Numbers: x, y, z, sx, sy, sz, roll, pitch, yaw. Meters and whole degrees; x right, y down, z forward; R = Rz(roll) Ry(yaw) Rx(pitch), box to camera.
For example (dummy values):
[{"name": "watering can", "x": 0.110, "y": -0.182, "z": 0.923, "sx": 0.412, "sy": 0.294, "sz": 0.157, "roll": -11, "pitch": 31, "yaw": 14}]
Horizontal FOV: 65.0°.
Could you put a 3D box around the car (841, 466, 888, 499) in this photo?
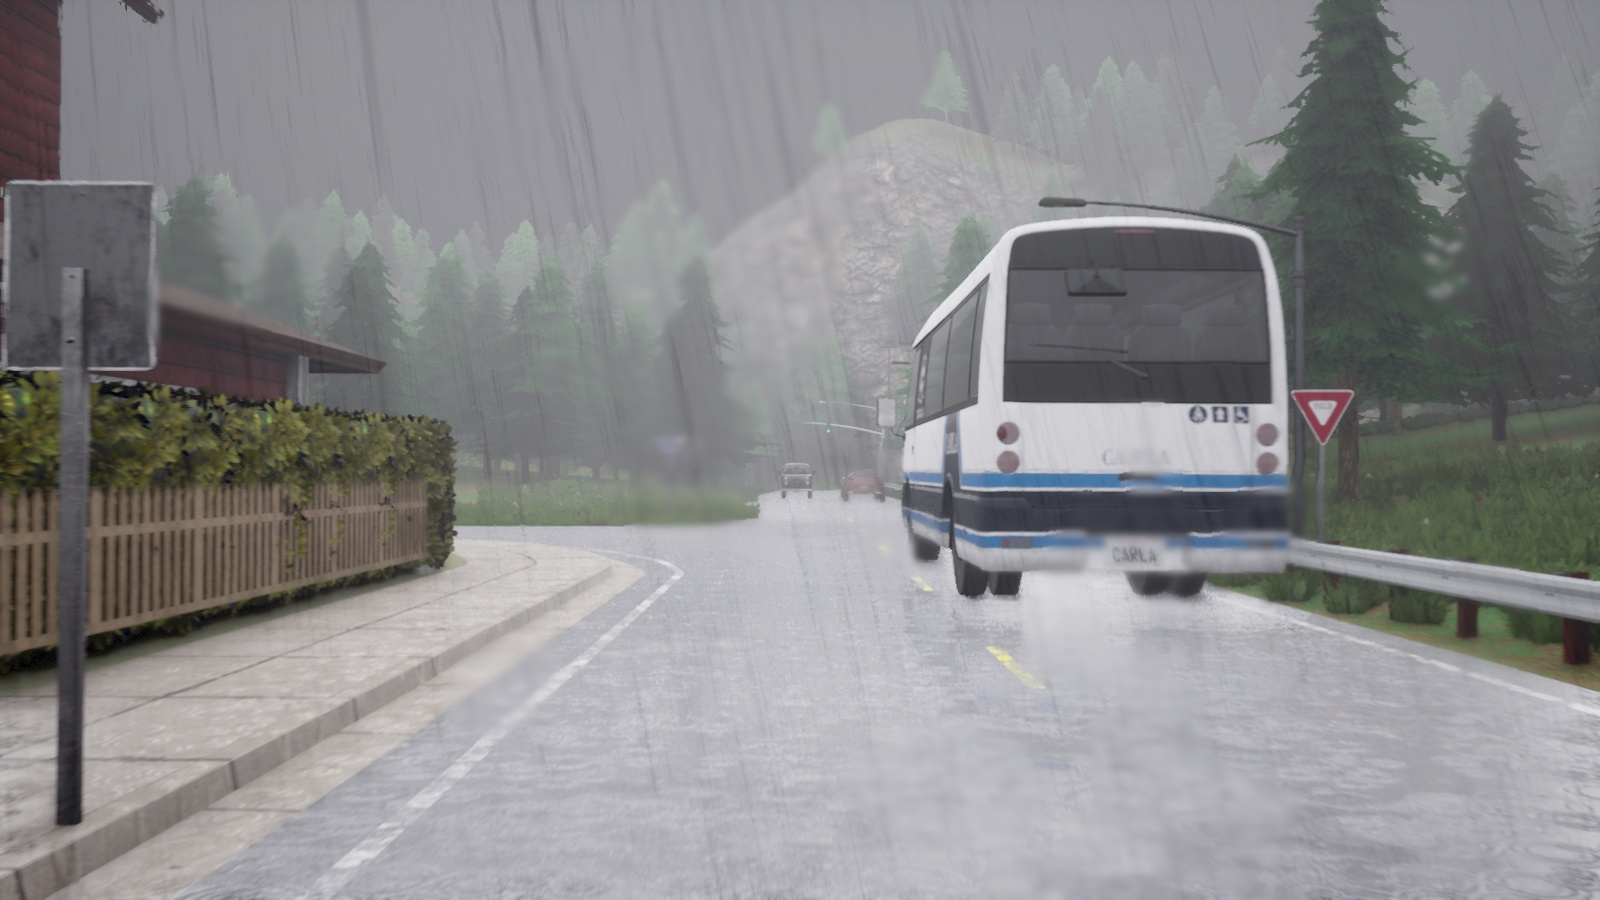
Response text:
[{"name": "car", "x": 3.340, "y": 1.680, "z": 65.730, "sx": 2.152, "sy": 1.651, "sz": 5.027, "roll": 0, "pitch": -1, "yaw": 0}]

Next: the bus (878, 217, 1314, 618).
[{"name": "bus", "x": 3.449, "y": -0.271, "z": 18.448, "sx": 3.944, "sy": 4.253, "sz": 10.273, "roll": 0, "pitch": -1, "yaw": 0}]

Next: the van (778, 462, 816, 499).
[{"name": "van", "x": -0.176, "y": 1.743, "z": 71.965, "sx": 2.069, "sy": 2.038, "sz": 4.480, "roll": 0, "pitch": -1, "yaw": 0}]
